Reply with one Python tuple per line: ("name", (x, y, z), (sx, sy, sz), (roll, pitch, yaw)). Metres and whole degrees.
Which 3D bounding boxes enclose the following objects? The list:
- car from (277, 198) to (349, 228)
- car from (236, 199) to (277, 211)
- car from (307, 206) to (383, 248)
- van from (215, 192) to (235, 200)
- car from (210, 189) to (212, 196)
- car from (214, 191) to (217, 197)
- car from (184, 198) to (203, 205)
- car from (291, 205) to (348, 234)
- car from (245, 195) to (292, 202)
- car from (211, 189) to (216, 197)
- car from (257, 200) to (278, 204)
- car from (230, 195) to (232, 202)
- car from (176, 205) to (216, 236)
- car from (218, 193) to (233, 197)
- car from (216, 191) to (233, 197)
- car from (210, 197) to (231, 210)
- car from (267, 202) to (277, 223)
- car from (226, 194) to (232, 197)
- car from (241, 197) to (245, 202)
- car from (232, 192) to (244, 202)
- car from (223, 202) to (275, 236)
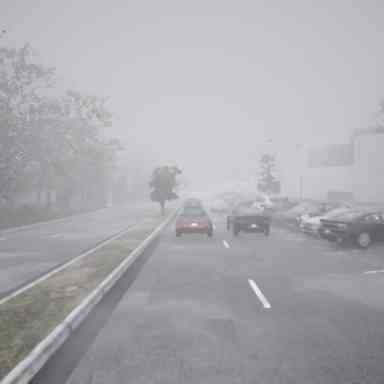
("car", (8.122, 1.468, 21.003), (4.553, 1.767, 2.185), (1, 0, -20))
("car", (8.115, 1.592, 42.017), (4.674, 1.452, 2.002), (1, 1, -20))
("car", (8.077, 1.565, 14.991), (5.008, 1.535, 2.097), (1, -1, -20))
("van", (8.042, 0.942, 80.902), (4.442, 1.987, 1.878), (1, 1, -20))
("car", (8.180, 0.887, 83.945), (5.566, 2.045, 2.435), (1, 0, -20))
("car", (8.136, 1.230, 74.983), (4.892, 1.521, 2.231), (1, 0, -20))
("car", (0.135, 1.446, 37.203), (2.097, 1.767, 4.553), (0, 0, 0))
("car", (8.090, 1.621, 17.992), (4.674, 1.452, 2.002), (1, 0, -20))
("car", (8.127, 1.355, 30.015), (5.566, 2.045, 2.435), (1, 0, -20))
("car", (8.123, 0.948, 77.949), (5.566, 2.045, 2.435), (1, 1, -20))
("car", (8.122, 1.635, 27.016), (4.792, 1.488, 2.163), (1, 0, -20))
("car", (8.285, 1.526, 45.090), (5.366, 1.575, 1.946), (1, 0, -20))
("car", (0.118, 1.662, 19.084), (1.994, 1.385, 4.181), (0, 0, 0))
("car", (8.105, 1.379, 63.019), (4.792, 1.488, 2.163), (1, 1, -20))
("car", (8.108, 1.163, 69.008), (4.553, 1.767, 2.185), (1, 0, -20))
("car", (3.137, 1.609, 39.166), (1.812, 1.442, 4.674), (0, 0, 0))
("car", (8.096, 1.645, 23.991), (4.674, 1.452, 2.002), (1, 0, -20))
("car", (8.093, 1.499, 51.013), (4.792, 1.488, 2.163), (1, 1, -20))
("car", (7.930, 1.595, 32.943), (5.366, 1.575, 1.946), (1, 1, -20))
("car", (8.085, 1.324, 38.996), (5.566, 2.045, 2.435), (1, 1, -20))
("car", (3.118, 1.577, 19.223), (1.882, 1.535, 5.008), (0, 0, 0))
